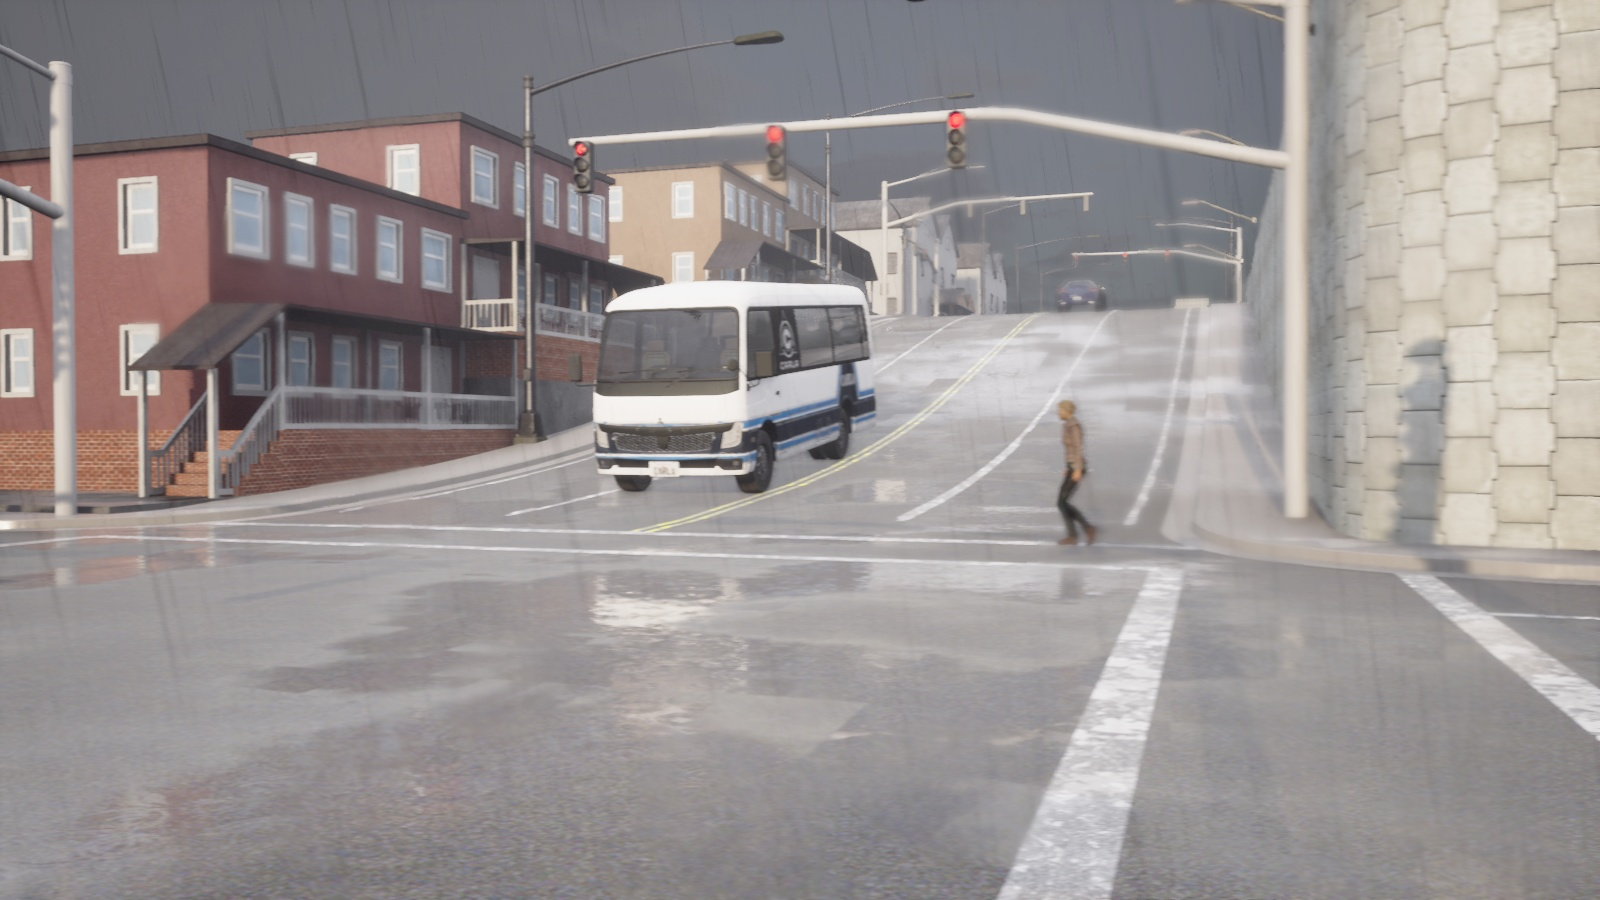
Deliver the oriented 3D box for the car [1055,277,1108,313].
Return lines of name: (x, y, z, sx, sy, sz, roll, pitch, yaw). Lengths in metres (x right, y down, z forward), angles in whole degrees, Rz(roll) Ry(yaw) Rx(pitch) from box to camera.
car: (14.339, -7.848, 63.804, 2.152, 1.651, 5.027, 1, 6, 18)

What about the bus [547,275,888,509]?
bus: (-1.251, -1.619, 28.216, 3.944, 4.253, 10.273, 1, 7, 18)

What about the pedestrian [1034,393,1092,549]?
pedestrian: (3.178, 0.246, 15.176, 0.634, 1.846, 0.331, 1, 1, 19)
